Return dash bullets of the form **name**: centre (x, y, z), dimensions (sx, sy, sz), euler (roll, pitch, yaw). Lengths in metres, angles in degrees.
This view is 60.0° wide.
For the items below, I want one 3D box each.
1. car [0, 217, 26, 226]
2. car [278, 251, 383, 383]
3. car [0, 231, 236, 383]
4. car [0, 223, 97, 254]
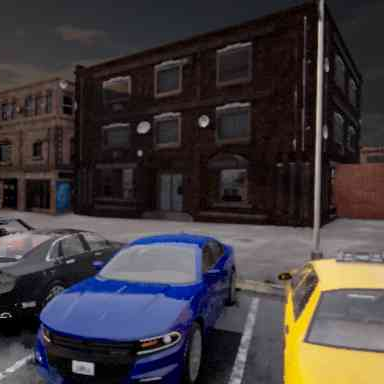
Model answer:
- **car**: centre (-5.398, 1.452, 9.159), dimensions (2.185, 1.767, 4.553), euler (-1, -1, 14)
- **car**: centre (2.065, 1.487, 4.154), dimensions (1.946, 1.575, 5.366), euler (-1, -1, 15)
- **car**: centre (-0.430, 1.518, 5.724), dimensions (2.097, 1.535, 5.008), euler (0, -1, 15)
- **car**: centre (-2.913, 1.549, 7.442), dimensions (2.231, 1.521, 4.892), euler (-1, -1, 15)
